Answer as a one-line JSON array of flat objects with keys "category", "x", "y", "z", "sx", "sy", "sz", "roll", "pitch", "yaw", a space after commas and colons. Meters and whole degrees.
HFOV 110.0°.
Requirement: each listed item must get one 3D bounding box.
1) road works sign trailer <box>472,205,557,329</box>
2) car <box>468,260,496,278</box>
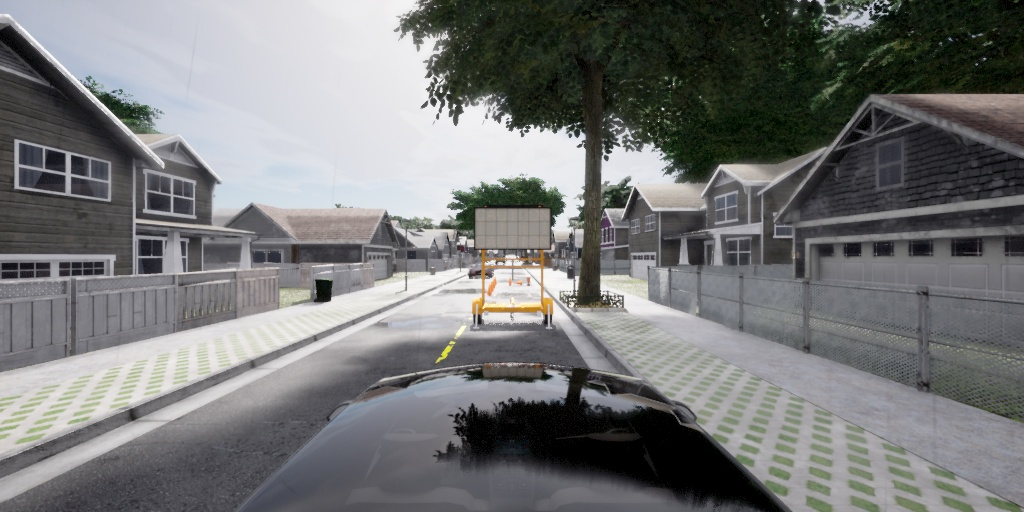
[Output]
[{"category": "road works sign trailer", "x": 0.023, "y": 0.213, "z": 11.244, "sx": 2.380, "sy": 3.560, "sz": 2.880, "roll": 0, "pitch": 0, "yaw": 0}, {"category": "car", "x": -2.795, "y": 1.293, "z": 32.678, "sx": 1.994, "sy": 1.385, "sz": 4.181, "roll": 0, "pitch": 0, "yaw": 0}]
